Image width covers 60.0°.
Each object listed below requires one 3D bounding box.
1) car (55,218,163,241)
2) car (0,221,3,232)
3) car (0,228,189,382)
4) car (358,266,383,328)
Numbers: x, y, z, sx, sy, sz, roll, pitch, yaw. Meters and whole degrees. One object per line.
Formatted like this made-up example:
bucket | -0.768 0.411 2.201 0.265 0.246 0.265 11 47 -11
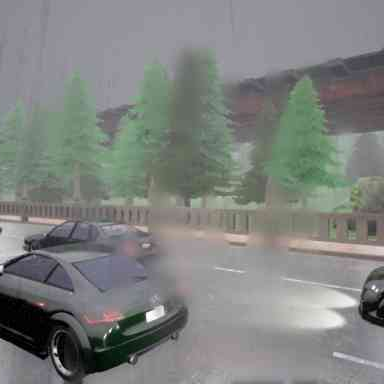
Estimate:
car | -3.273 1.547 10.648 5.357 1.411 2.033 0 0 36
car | -11.419 1.547 16.466 5.357 1.411 2.033 0 0 36
car | -2.113 1.564 5.511 4.181 1.385 1.994 0 0 35
car | 4.793 1.564 4.869 4.181 1.385 1.994 0 0 36
